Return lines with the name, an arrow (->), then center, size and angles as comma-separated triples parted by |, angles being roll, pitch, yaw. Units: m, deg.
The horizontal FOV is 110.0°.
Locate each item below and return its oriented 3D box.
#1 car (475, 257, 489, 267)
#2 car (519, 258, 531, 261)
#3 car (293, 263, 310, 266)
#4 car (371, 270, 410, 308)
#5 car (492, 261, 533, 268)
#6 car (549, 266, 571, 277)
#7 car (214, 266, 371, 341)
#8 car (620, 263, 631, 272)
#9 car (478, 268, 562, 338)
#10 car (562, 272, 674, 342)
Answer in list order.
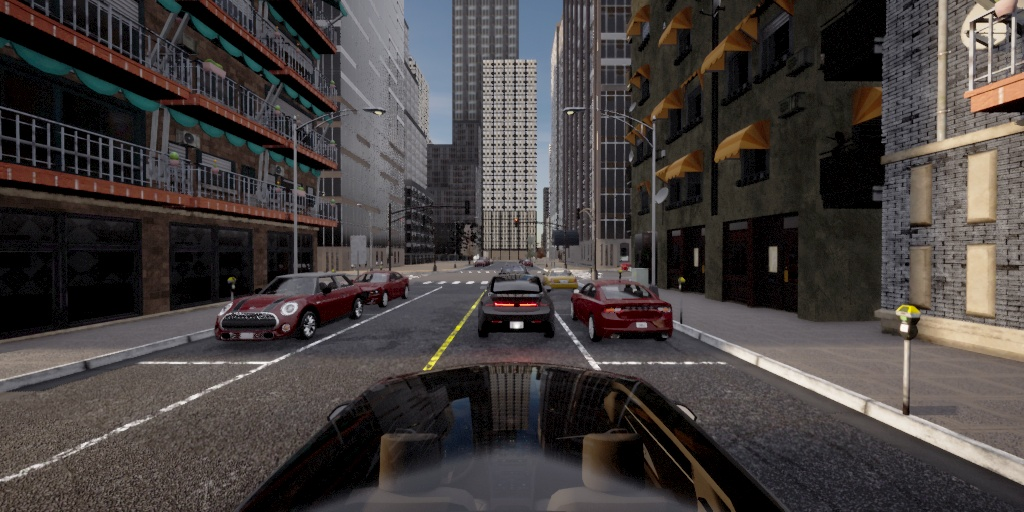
car -> -5.644, 1.292, 64.242 | 1.888, 1.381, 4.507 | 0, 0, 0
car -> 2.736, 1.187, 64.234 | 1.967, 1.591, 4.097 | 0, 0, 0
car -> -23.806, 1.495, 39.550 | 4.097, 1.591, 1.967 | 0, 0, 0
car -> -5.682, 1.293, 15.205 | 1.888, 1.381, 4.507 | 0, 0, 0
car -> 0.113, 1.239, 20.346 | 2.128, 1.511, 4.902 | 0, 0, 0
car -> 2.703, 1.273, 20.878 | 1.751, 1.417, 4.829 | 0, 0, 0
car -> -5.686, 1.189, 9.682 | 1.967, 1.591, 4.097 | 0, 0, 0
car -> 14.291, 1.006, 39.842 | 4.507, 1.381, 1.888 | 0, 0, 0
car -> 0.106, 1.254, 10.212 | 1.837, 1.490, 4.892 | 0, 0, 0
car -> 2.695, 1.294, 9.661 | 1.888, 1.381, 4.507 | 0, 0, 0
